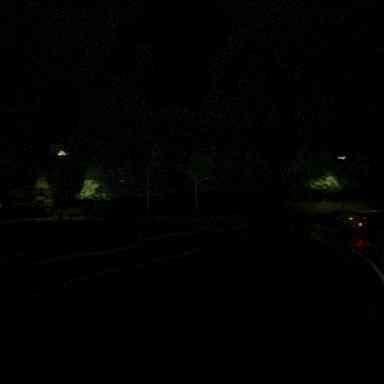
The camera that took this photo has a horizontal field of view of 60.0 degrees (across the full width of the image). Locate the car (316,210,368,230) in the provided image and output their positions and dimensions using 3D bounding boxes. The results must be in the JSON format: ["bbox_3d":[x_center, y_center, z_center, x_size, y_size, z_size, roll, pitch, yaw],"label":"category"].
[{"bbox_3d":[11.859,2.193,26.693,1.837,1.490,4.892,0,-2,-11],"label":"car"}]

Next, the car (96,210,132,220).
[{"bbox_3d":[-10.845,3.247,46.317,4.892,1.490,1.837,-1,-3,7],"label":"car"}]

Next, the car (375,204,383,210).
[{"bbox_3d":[40.581,3.157,69.746,4.181,1.385,1.994,-1,-2,-13],"label":"car"}]
